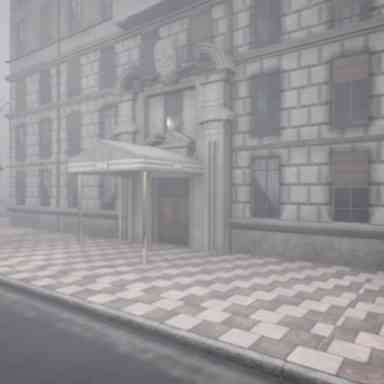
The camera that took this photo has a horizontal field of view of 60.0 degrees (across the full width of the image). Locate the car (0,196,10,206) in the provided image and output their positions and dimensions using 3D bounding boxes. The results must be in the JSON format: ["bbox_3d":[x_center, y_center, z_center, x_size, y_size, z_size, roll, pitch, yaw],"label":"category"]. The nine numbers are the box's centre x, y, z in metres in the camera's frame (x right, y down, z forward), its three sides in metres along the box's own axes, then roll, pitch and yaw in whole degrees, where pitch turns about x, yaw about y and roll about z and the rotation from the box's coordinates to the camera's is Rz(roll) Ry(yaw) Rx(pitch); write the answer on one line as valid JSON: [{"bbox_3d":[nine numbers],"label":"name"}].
[{"bbox_3d":[-25.322,1.296,44.834,1.882,1.535,5.008,0,0,35],"label":"car"}]
